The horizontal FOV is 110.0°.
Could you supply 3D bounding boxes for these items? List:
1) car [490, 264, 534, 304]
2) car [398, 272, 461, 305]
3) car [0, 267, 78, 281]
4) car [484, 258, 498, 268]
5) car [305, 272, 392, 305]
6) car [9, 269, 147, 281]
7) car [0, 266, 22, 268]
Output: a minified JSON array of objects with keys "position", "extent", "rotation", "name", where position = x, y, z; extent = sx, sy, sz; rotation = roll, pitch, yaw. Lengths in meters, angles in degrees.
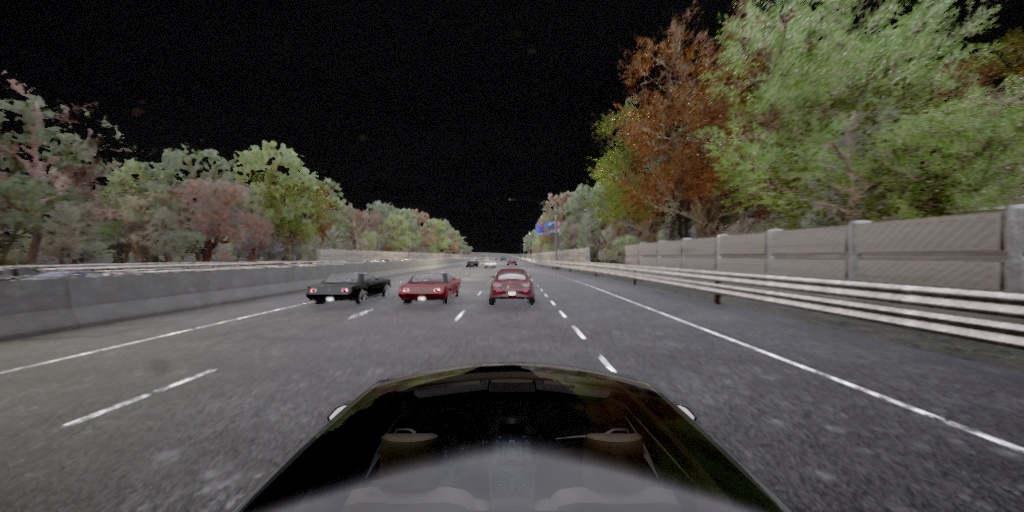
[{"position":[0.001,1.288,16.270],"extent":[1.812,1.442,4.674],"rotation":[0,0,0],"name":"car"},{"position":[-3.496,1.363,16.172],"extent":[1.895,1.301,4.718],"rotation":[0,0,0],"name":"car"},{"position":[-21.087,1.329,16.955],"extent":[1.994,1.385,4.181],"rotation":[0,0,0],"name":"car"},{"position":[-3.486,1.399,59.314],"extent":[1.895,1.301,4.718],"rotation":[0,0,0],"name":"car"},{"position":[-6.999,1.363,16.013],"extent":[1.895,1.301,4.718],"rotation":[0,0,0],"name":"car"},{"position":[-17.592,1.364,15.644],"extent":[1.895,1.301,4.718],"rotation":[0,0,0],"name":"car"},{"position":[-24.588,1.270,17.023],"extent":[1.837,1.490,4.892],"rotation":[0,0,0],"name":"car"}]
